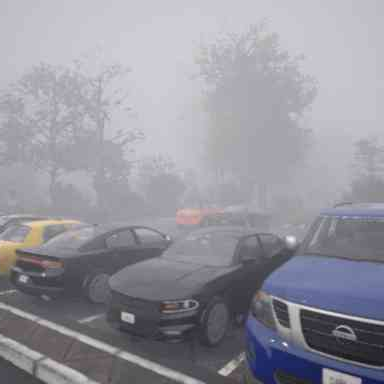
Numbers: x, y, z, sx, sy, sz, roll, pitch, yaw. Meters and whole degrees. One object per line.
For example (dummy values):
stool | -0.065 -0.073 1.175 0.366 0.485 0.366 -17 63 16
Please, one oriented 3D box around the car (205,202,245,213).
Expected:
car | 3.177 1.495 20.254 2.097 1.535 5.008 0 0 36

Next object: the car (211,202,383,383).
car | 2.841 1.213 4.980 2.435 2.045 5.566 0 0 36

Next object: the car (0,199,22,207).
car | -22.308 1.634 38.834 2.185 1.767 4.553 0 0 36

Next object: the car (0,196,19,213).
car | -24.540 1.514 40.501 2.435 2.045 5.566 0 0 36

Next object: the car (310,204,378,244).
car | 7.871 1.476 16.896 2.231 1.521 4.892 0 0 36

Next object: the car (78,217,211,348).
car | 0.566 1.474 6.655 2.097 1.535 5.008 0 0 36

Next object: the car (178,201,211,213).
car | 0.969 1.379 21.808 2.185 1.767 4.553 0 0 36

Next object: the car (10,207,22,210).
car | -8.615 1.555 13.246 2.002 1.452 4.674 0 0 36

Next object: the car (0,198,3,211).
car | -26.907 1.644 42.195 2.185 1.767 4.553 0 0 36

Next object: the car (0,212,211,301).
car | -1.734 1.485 8.295 2.097 1.535 5.008 0 0 36

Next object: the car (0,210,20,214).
car | -6.321 1.545 11.598 2.002 1.452 4.674 0 0 36

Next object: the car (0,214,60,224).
car | -3.919 1.492 10.098 1.946 1.575 5.366 0 0 36

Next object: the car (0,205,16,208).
car | -10.896 1.555 14.917 2.163 1.488 4.792 0 0 36
